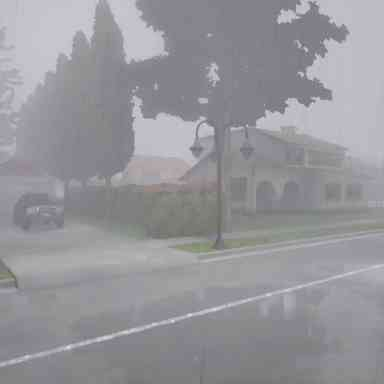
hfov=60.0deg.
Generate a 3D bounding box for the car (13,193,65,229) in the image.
[{"bbox_3d":[-8.665,0.971,18.635,1.932,1.855,4.605,0,0,-35],"label":"car"}]
